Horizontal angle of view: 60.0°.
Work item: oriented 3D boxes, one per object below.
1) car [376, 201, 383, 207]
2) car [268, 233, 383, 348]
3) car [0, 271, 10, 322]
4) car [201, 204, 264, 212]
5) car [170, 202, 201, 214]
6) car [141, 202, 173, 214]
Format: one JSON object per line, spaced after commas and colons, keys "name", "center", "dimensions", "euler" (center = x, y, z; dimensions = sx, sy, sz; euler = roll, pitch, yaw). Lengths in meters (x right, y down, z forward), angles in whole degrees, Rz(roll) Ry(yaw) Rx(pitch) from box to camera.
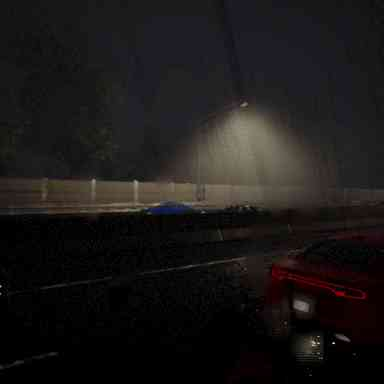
{"name": "car", "center": [30.151, 2.043, 51.210], "dimensions": [4.674, 1.442, 1.812], "euler": [1, 0, -35]}
{"name": "car", "center": [3.624, 1.536, 6.329], "dimensions": [5.008, 1.535, 1.882], "euler": [0, 0, -36]}
{"name": "car", "center": [-5.211, 1.461, 4.328], "dimensions": [5.008, 1.535, 1.882], "euler": [0, 0, -36]}
{"name": "car", "center": [3.317, 1.650, 23.550], "dimensions": [4.892, 1.490, 1.837], "euler": [1, 0, -35]}
{"name": "car", "center": [0.813, 1.704, 26.062], "dimensions": [4.181, 1.385, 1.994], "euler": [1, 0, -35]}
{"name": "car", "center": [-1.961, 1.609, 28.384], "dimensions": [5.008, 1.535, 1.882], "euler": [1, -1, -35]}
